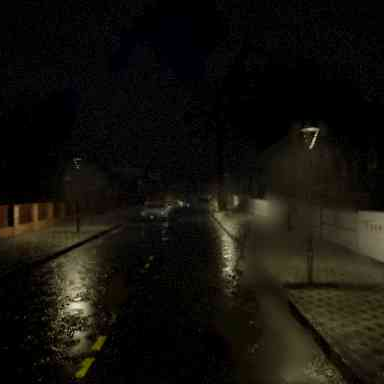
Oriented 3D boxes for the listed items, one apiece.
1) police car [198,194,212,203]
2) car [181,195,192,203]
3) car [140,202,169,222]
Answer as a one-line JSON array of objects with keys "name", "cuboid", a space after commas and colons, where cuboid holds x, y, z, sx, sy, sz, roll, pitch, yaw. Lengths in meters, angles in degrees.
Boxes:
[{"name": "police car", "cuboid": [2.271, 1.336, 63.932, 1.930, 1.638, 5.238, 0, 0, 4]}, {"name": "car", "cuboid": [-1.128, 1.419, 66.402, 2.128, 1.511, 4.902, 0, 0, 5]}, {"name": "car", "cuboid": [-2.814, 1.480, 25.800, 1.812, 1.442, 4.674, 0, 0, 0]}]
